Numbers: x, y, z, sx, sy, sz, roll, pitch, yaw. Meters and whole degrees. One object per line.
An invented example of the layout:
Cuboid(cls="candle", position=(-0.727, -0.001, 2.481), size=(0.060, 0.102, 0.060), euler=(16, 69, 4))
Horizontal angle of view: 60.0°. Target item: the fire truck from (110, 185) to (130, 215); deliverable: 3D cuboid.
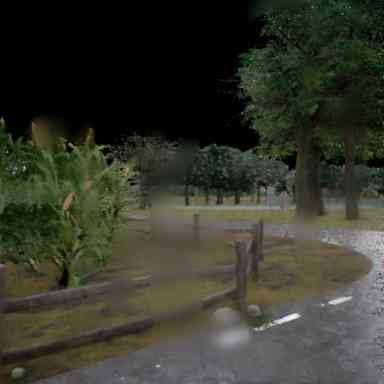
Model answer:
Cuboid(cls="fire truck", position=(-11.175, 1.055, 43.324), size=(2.891, 3.827, 8.468), euler=(0, -1, -35))
